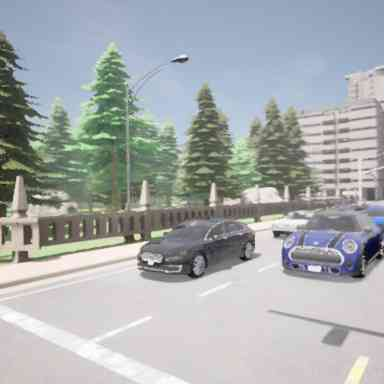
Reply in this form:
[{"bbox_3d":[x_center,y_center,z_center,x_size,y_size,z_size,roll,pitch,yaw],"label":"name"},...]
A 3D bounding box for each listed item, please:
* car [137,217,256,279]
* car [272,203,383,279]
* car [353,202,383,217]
[{"bbox_3d":[0.381,1.628,10.775,1.837,1.490,4.892,-2,-1,38],"label":"car"},{"bbox_3d":[4.533,1.398,10.437,2.097,1.767,4.553,-2,-1,38],"label":"car"},{"bbox_3d":[17.769,1.671,33.311,1.895,1.301,4.718,-2,-1,38],"label":"car"}]
